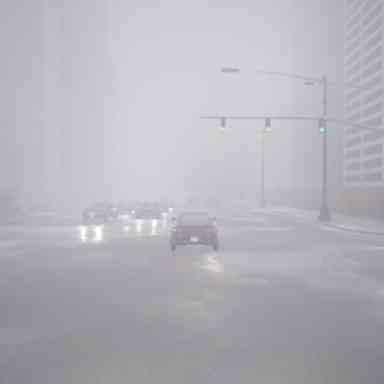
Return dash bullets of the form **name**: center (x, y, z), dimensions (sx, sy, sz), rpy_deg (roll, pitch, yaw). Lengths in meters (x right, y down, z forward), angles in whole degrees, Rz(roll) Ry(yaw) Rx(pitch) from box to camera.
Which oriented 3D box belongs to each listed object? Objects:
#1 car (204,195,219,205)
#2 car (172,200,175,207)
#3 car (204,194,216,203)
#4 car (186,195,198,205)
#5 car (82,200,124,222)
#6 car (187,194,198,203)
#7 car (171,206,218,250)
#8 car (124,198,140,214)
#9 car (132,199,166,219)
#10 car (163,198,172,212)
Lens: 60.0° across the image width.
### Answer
- **car**: center (3.506, 1.423, 55.551), dimensions (2.128, 1.511, 4.902), rpy_deg (0, 0, 0)
- **car**: center (-3.495, 1.505, 47.409), dimensions (1.994, 1.385, 4.181), rpy_deg (0, 0, 0)
- **car**: center (3.507, 1.278, 65.839), dimensions (2.097, 1.767, 4.553), rpy_deg (0, 0, 0)
- **car**: center (0.006, 1.532, 55.934), dimensions (1.895, 1.301, 4.718), rpy_deg (0, 0, 0)
- **car**: center (-7.095, 1.459, 26.030), dimensions (2.128, 1.511, 4.902), rpy_deg (0, 0, 0)
- **car**: center (0.007, 1.278, 65.839), dimensions (2.097, 1.767, 4.553), rpy_deg (0, 0, 0)
- **car**: center (0.090, 1.508, 14.126), dimensions (1.812, 1.442, 4.674), rpy_deg (0, 0, 0)
- **car**: center (-7.080, 1.557, 35.301), dimensions (1.895, 1.301, 4.718), rpy_deg (0, 0, 0)
- **car**: center (-3.592, 1.529, 28.622), dimensions (1.994, 1.385, 4.181), rpy_deg (0, 0, 0)
- **car**: center (-3.571, 1.480, 37.399), dimensions (1.812, 1.442, 4.674), rpy_deg (0, 0, 0)
